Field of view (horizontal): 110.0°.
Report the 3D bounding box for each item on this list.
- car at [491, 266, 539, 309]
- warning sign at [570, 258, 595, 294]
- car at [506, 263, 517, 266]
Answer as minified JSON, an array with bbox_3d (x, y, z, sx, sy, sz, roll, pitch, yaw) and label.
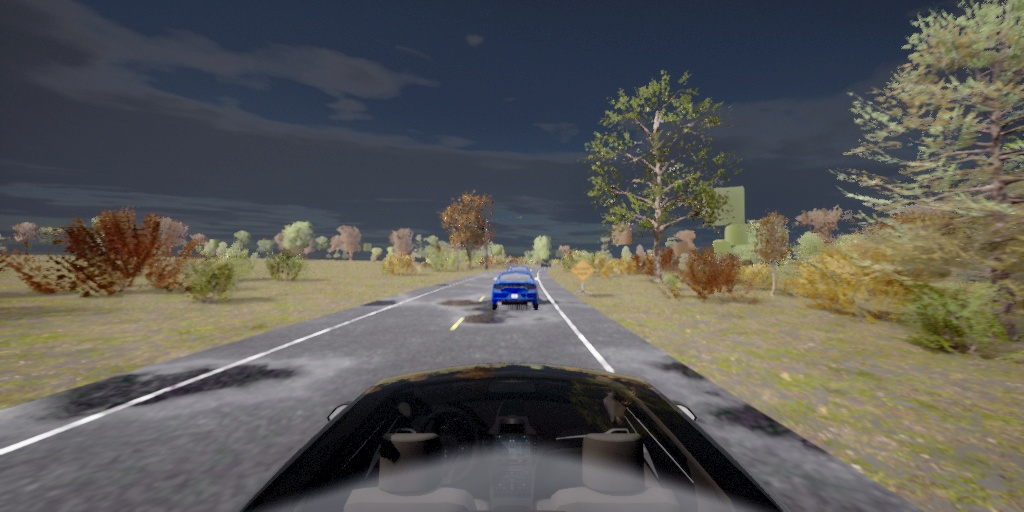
[{"bbox_3d":[0.180,1.385,16.023,1.882,1.535,5.008,0,0,2],"label":"car"},{"bbox_3d":[3.772,1.057,19.113,1.300,1.860,1.060,0,0,2],"label":"warning sign"},{"bbox_3d":[0.694,1.559,30.971,1.882,1.535,5.008,0,0,3],"label":"car"}]
